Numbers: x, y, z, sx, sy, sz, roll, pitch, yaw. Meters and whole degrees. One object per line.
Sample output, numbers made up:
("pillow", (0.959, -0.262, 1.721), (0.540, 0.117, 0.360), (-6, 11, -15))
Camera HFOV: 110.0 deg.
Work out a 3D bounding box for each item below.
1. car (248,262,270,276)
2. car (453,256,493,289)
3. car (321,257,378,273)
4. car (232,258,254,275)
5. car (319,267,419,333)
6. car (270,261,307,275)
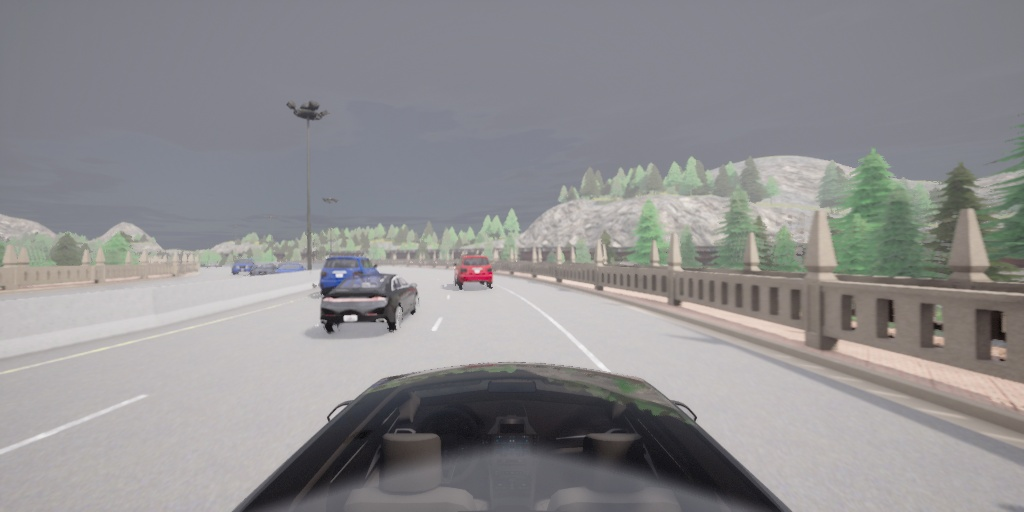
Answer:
("car", (-26.090, 1.579, 38.136), (1.994, 1.385, 4.181), (0, 0, -25))
("car", (-2.669, 1.032, 24.158), (2.150, 2.045, 5.566), (0, 0, -12))
("car", (-8.950, 1.057, 20.139), (2.150, 2.045, 5.566), (0, 0, -11))
("car", (-34.354, 1.338, 46.084), (2.150, 2.045, 5.566), (0, 0, -32))
("car", (-4.080, 1.276, 10.955), (2.128, 1.511, 4.902), (0, 0, -5))
("car", (-19.994, 1.425, 32.625), (1.882, 1.535, 5.008), (0, 0, -21))
